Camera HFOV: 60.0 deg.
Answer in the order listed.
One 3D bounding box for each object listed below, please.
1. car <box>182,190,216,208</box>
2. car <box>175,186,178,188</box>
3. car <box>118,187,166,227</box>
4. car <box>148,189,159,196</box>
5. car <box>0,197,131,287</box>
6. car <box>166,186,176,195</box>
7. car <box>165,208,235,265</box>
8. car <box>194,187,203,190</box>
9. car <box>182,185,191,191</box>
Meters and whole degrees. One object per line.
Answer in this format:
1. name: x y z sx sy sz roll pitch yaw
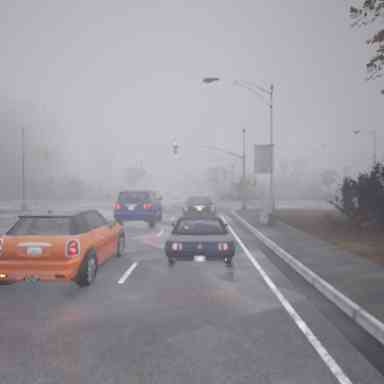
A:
1. car: 0.482 0.971 21.811 2.097 1.767 4.553 0 1 1
2. car: -5.034 -0.955 92.940 1.882 1.535 5.008 0 2 0
3. car: -3.068 0.879 19.773 2.150 2.045 5.566 0 1 1
4. car: -8.820 0.077 77.247 1.895 1.301 4.718 0 1 1
5. car: -3.274 1.207 9.114 2.097 1.767 4.553 0 1 1
6. car: -5.318 0.006 77.289 1.812 1.442 4.674 0 1 1
7. car: 0.250 1.422 10.943 1.895 1.301 4.718 0 1 1
8. car: 1.938 -0.360 88.600 2.128 1.511 4.902 0 2 1
9. car: -1.562 -0.371 88.747 2.128 1.511 4.902 0 2 1
